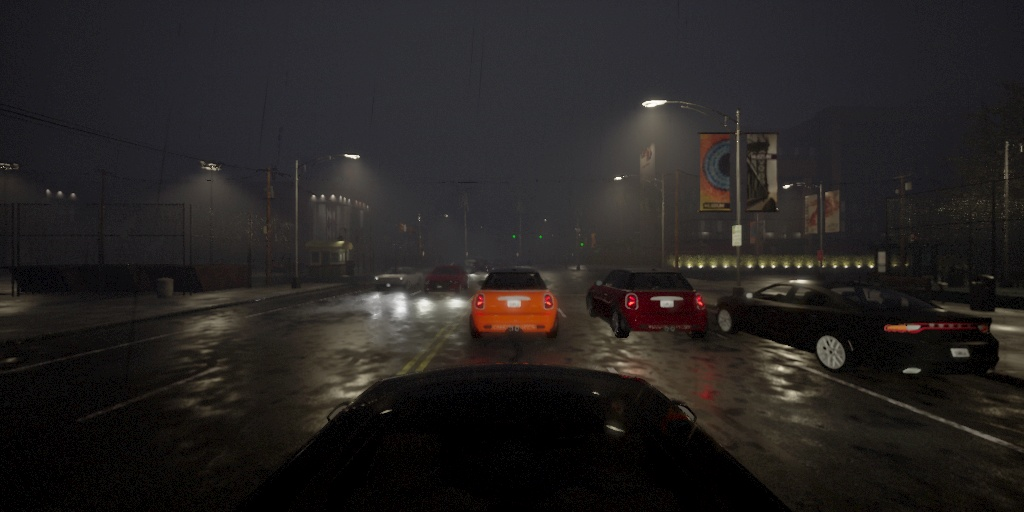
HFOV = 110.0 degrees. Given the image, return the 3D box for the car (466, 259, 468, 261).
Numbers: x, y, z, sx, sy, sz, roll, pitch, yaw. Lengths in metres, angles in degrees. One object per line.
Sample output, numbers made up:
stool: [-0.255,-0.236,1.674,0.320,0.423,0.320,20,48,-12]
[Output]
car: [-6.989,1.388,46.417,1.994,1.385,4.181,0,0,1]

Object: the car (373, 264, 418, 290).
car: [-7.102,1.385,22.839,1.895,1.301,4.718,0,0,0]

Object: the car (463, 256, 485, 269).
car: [-6.273,1.067,59.456,2.150,2.045,5.566,0,0,10]

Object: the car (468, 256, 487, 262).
car: [-3.553,1.167,42.167,2.097,1.767,4.553,0,0,1]

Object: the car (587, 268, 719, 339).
car: [3.563,1.115,10.325,2.097,1.767,4.553,0,0,0]

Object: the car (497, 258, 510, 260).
car: [-2.256,1.201,61.747,2.097,1.767,4.553,0,0,15]

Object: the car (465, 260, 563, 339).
car: [0.064,1.115,10.322,2.097,1.767,4.553,0,0,0]

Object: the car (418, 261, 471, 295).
car: [-3.602,1.258,20.256,1.882,1.535,5.008,0,0,0]
